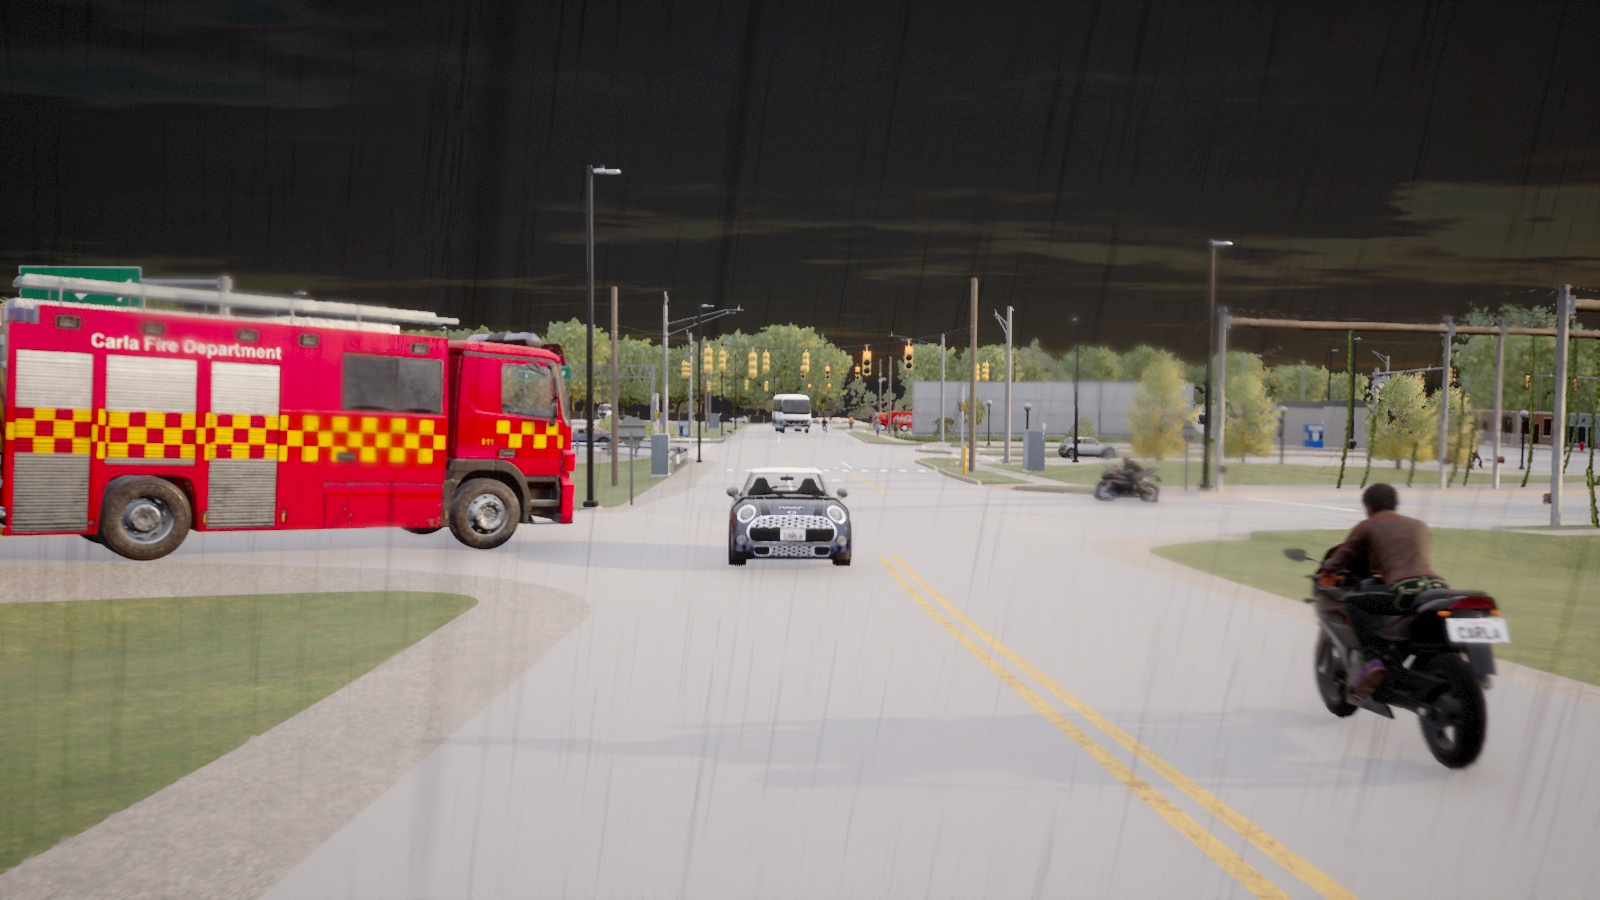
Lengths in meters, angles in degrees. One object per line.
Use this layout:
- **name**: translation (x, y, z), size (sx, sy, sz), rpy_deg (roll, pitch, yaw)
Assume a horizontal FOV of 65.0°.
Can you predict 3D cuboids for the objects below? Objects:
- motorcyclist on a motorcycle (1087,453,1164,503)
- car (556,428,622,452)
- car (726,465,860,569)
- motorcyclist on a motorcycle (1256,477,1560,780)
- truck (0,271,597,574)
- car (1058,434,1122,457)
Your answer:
- **motorcyclist on a motorcycle**: translation (10.491, 0.898, 40.518), size (2.191, 1.530, 0.866), rpy_deg (1, 1, -12)
- **car**: translation (-13.520, -0.670, 80.511), size (3.806, 1.475, 1.970), rpy_deg (0, 2, 3)
- **car**: translation (-0.205, 1.007, 20.369), size (1.970, 1.475, 3.806), rpy_deg (0, 0, -3)
- **motorcyclist on a motorcycle**: translation (3.470, 0.933, 7.429), size (0.797, 1.523, 2.044), rpy_deg (0, -1, 0)
- **truck**: translation (-7.676, -0.345, 19.681), size (8.468, 3.827, 2.891), rpy_deg (1, 2, -40)
- **car**: translation (19.776, -0.295, 85.725), size (3.806, 1.475, 1.970), rpy_deg (1, 2, -4)
